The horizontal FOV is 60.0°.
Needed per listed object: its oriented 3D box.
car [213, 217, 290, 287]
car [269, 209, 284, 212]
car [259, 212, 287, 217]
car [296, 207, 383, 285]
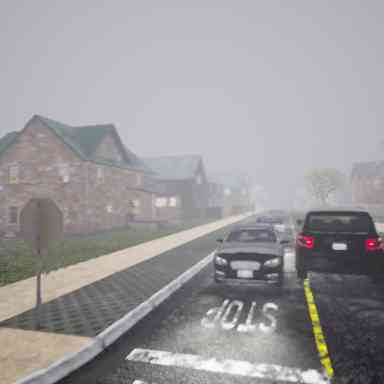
[{"bbox_3d":[1.943,1.759,10.354,2.128,1.511,4.902,-1,-2,16],"label":"car"},{"bbox_3d":[8.167,2.360,32.141,1.994,1.385,4.181,-1,-2,17],"label":"car"},{"bbox_3d":[4.588,2.089,19.650,1.895,1.301,4.718,-1,-2,16],"label":"car"},{"bbox_3d":[4.542,1.480,10.566,2.150,2.045,5.566,-1,-2,21],"label":"car"}]
